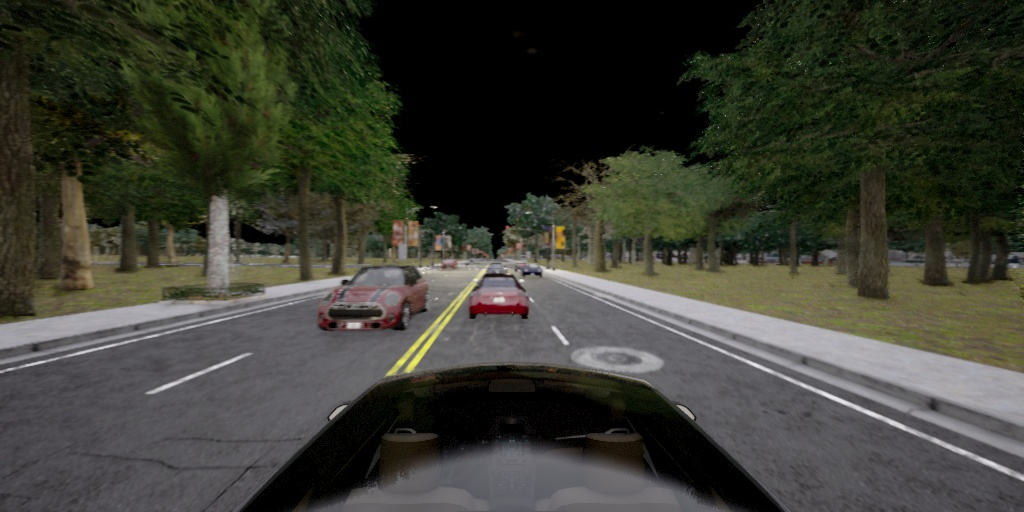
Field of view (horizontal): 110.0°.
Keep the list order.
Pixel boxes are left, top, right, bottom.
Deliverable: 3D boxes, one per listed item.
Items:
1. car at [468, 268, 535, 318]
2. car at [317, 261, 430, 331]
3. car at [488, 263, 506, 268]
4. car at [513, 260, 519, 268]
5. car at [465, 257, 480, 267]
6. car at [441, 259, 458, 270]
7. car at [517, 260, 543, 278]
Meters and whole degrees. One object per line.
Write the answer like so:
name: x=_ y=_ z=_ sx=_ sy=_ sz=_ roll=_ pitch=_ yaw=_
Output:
car: x=-0.479 y=1.307 z=12.905 sx=1.994 sy=1.385 sz=4.181 roll=1 pitch=0 yaw=-3
car: x=-3.834 y=1.058 z=10.737 sx=2.097 sy=1.767 sz=4.553 roll=1 pitch=0 yaw=-3
car: x=-1.252 y=1.283 z=30.144 sx=2.033 sy=1.411 sz=5.357 roll=1 pitch=0 yaw=-3
car: x=1.275 y=1.259 z=45.899 sx=2.128 sy=1.511 sz=4.902 roll=1 pitch=0 yaw=-1
car: x=-5.552 y=0.860 z=51.351 sx=1.994 sy=1.385 sz=4.181 roll=1 pitch=0 yaw=-3
car: x=-8.792 y=1.138 z=50.934 sx=1.882 sy=1.535 sz=5.008 roll=1 pitch=0 yaw=-3
car: x=1.795 y=1.370 z=34.761 sx=1.895 sy=1.301 sz=4.718 roll=1 pitch=0 yaw=-3
